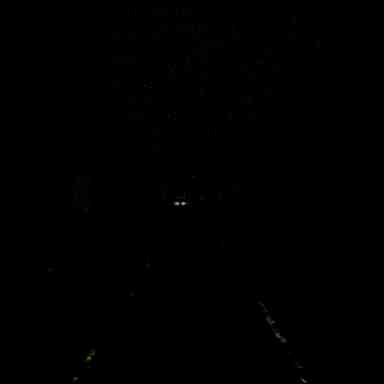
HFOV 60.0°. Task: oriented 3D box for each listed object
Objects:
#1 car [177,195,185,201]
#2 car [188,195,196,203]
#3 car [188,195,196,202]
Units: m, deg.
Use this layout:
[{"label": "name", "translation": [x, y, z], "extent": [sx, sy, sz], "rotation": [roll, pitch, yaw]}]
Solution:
[{"label": "car", "translation": [-2.703, 1.402, 80.514], "extent": [1.812, 1.442, 4.674], "rotation": [0, 0, 0]}, {"label": "car", "translation": [0.045, 1.764, 76.318], "extent": [1.812, 1.442, 4.674], "rotation": [0, 0, 0]}, {"label": "car", "translation": [0.048, 1.570, 86.307], "extent": [2.097, 1.767, 4.553], "rotation": [0, 0, 0]}]
